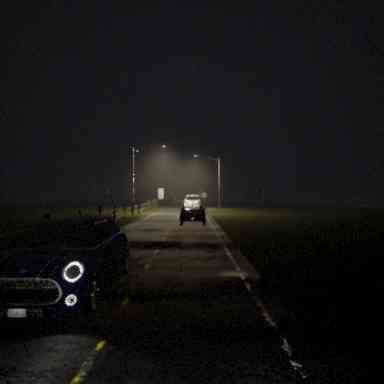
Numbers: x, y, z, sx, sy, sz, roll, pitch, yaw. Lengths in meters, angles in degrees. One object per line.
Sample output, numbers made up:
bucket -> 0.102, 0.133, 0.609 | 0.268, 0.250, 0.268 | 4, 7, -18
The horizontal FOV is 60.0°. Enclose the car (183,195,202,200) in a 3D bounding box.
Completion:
car -> 0.075, 1.395, 42.018 | 2.150, 2.045, 5.566 | 0, 0, 0

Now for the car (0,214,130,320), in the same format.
car -> -2.828, 1.386, 7.660 | 2.097, 1.767, 4.553 | 0, 0, 1

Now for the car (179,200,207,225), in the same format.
car -> 0.060, 1.598, 24.860 | 2.128, 1.511, 4.902 | 0, 0, 0
